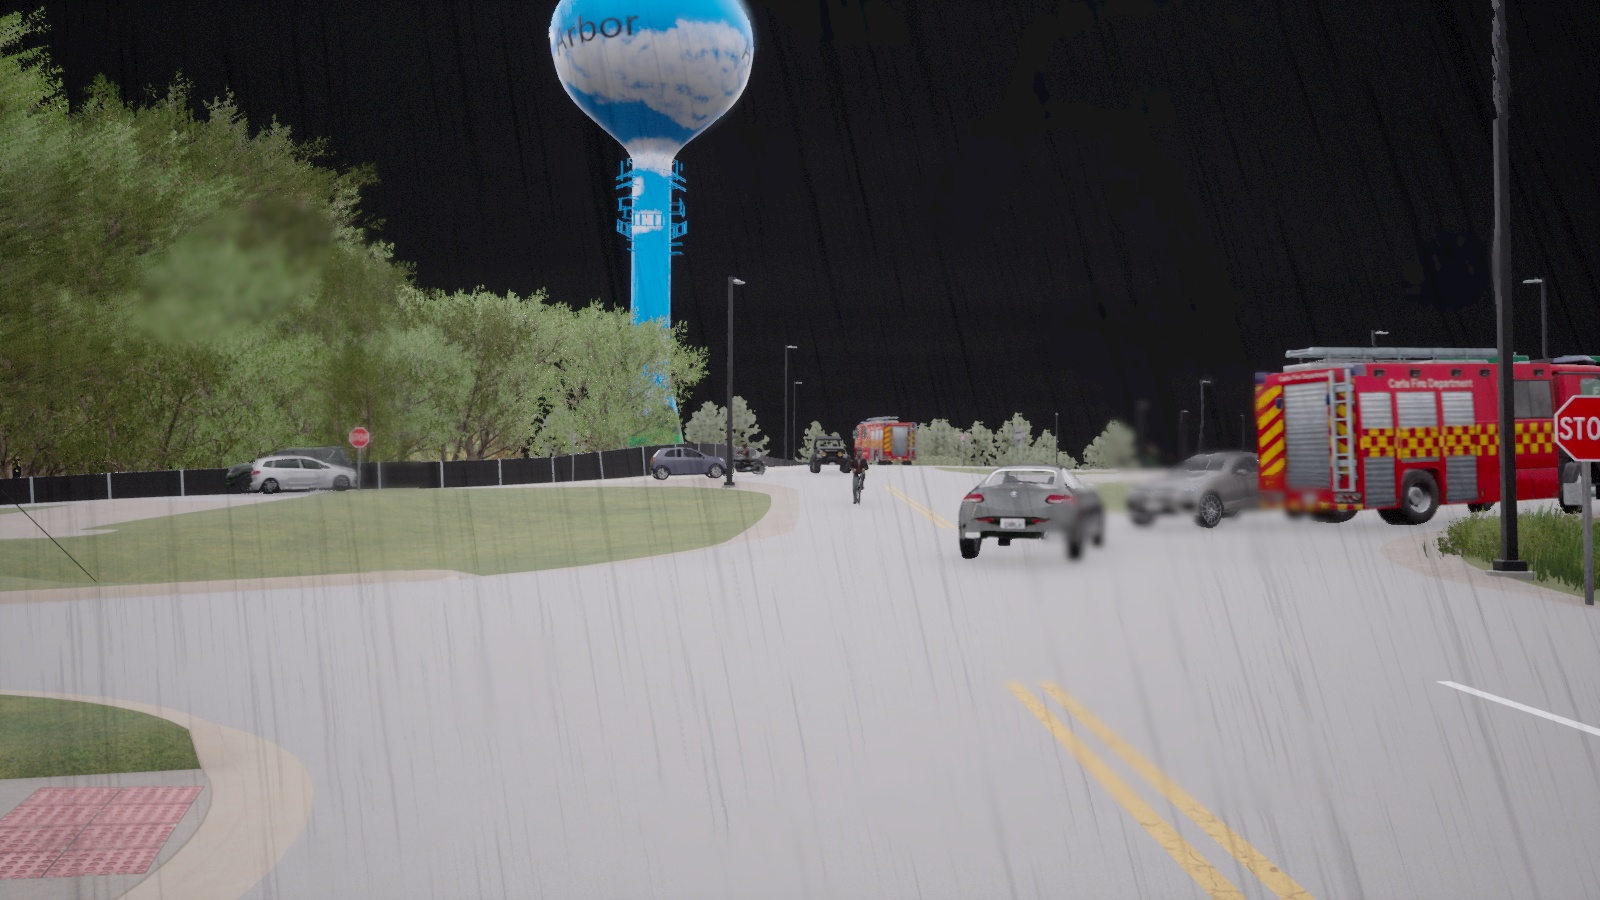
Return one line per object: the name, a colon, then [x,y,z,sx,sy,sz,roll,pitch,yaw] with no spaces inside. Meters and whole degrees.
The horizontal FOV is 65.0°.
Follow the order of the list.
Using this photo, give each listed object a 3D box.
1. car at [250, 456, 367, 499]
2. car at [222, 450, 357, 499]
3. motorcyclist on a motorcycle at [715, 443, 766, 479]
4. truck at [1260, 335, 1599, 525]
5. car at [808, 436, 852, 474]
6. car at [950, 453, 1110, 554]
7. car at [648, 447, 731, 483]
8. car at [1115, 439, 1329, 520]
car: [-21.490,1.163,54.971,4.611,1.667,2.242,-2,0,-22]
car: [-23.501,1.131,58.023,5.566,2.045,2.150,-2,-1,-18]
motorcyclist on a motorcycle: [-2.938,0.545,62.237,2.350,1.649,0.766,-3,0,1]
truck: [14.792,-0.507,28.331,8.468,3.827,2.891,-2,-1,-24]
car: [1.531,0.216,64.857,1.905,1.878,3.866,0,1,-4]
car: [4.379,0.887,23.230,2.152,1.651,5.027,0,0,19]
car: [-5.185,0.686,58.759,3.633,1.501,1.845,-2,0,-13]
car: [9.982,0.681,29.587,5.027,1.651,2.152,-2,-1,-35]
